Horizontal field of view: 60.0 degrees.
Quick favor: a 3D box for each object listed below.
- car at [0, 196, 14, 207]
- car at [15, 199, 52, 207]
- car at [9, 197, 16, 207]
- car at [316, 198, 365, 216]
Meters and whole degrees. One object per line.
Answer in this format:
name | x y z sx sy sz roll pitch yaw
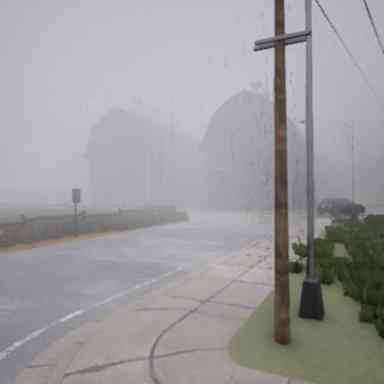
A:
car | -36.096 1.866 63.342 5.566 2.045 2.150 -1 0 12
car | -20.685 1.937 44.219 4.674 1.442 1.812 -1 0 23
car | -26.830 1.982 52.158 1.882 1.535 5.008 -1 0 -35
car | 14.306 1.373 31.955 4.553 1.767 2.097 0 0 -21
